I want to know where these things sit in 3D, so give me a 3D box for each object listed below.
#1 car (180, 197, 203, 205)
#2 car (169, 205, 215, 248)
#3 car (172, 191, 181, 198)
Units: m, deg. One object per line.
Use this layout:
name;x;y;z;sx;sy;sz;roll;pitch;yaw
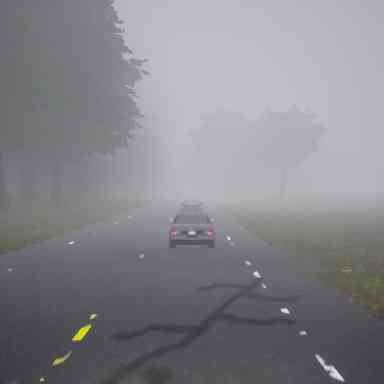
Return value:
car;0.000;1.393;29.644;1.812;1.442;4.674;0;1;0
car;0.000;1.535;14.648;2.033;1.411;5.357;0;0;0
car;-3.500;0.544;76.720;1.837;1.490;4.892;0;1;0
